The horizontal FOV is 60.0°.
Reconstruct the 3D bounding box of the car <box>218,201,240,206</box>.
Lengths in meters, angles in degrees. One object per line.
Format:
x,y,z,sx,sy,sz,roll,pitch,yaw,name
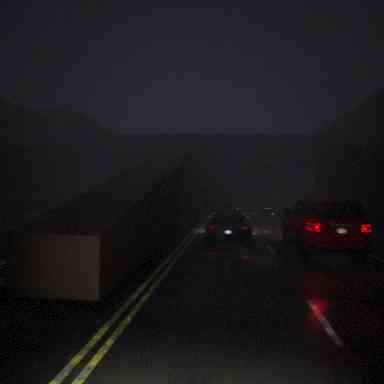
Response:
3.385,1.510,30.380,1.812,1.442,4.674,1,0,6,car

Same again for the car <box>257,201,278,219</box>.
6.744,1.533,28.971,2.128,1.511,4.902,1,0,7,car

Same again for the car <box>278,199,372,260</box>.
4.933,1.273,12.893,2.150,2.045,5.566,1,0,7,car

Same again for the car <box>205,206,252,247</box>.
1.668,1.556,15.145,1.994,1.385,4.181,1,0,7,car
